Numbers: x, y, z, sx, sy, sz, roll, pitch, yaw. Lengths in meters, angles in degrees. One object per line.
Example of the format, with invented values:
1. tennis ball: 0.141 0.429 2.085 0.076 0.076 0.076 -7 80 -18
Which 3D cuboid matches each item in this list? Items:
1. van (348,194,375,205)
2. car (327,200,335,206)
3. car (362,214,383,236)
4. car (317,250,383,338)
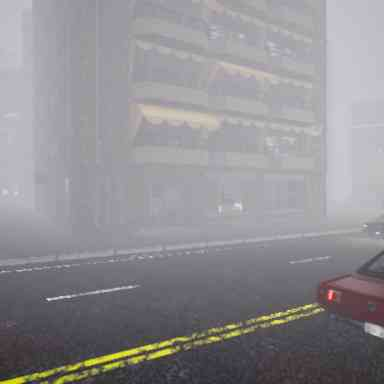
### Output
1. van: 27.749 1.227 54.206 3.998 1.788 1.690 1 -1 26
2. car: 18.891 1.402 49.231 4.206 1.307 1.802 1 -1 26
3. car: 11.495 1.665 18.005 5.357 1.411 2.033 0 0 -32
4. car: 4.437 1.640 5.760 4.718 1.301 1.895 0 0 -31
